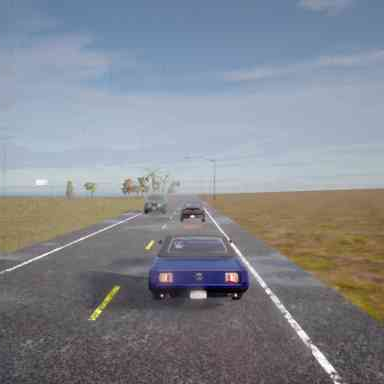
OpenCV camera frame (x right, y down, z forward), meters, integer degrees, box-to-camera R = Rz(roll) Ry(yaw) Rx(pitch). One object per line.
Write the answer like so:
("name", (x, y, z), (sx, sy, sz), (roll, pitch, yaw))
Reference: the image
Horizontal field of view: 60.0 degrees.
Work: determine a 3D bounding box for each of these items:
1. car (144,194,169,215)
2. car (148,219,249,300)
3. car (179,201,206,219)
("car", (-3.658, 1.226, 34.796), (2.150, 2.045, 5.566), (0, 0, 0))
("car", (0.088, 1.603, 8.345), (1.895, 1.301, 4.718), (0, 0, -1))
("car", (0.052, 1.510, 26.290), (1.837, 1.490, 4.892), (0, 0, 0))
